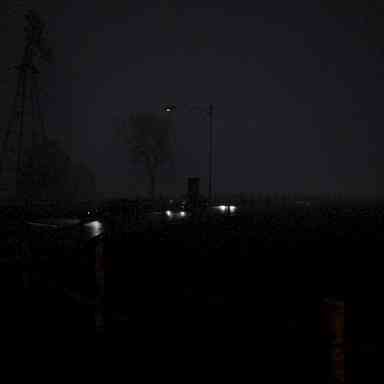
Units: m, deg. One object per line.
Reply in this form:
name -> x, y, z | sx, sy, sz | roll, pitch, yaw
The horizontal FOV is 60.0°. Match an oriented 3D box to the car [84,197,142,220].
car -> -5.962, 1.206, 25.647 | 1.837, 1.490, 4.892 | 1, 2, 35

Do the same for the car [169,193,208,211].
car -> -0.318, 0.924, 33.597 | 2.097, 1.767, 4.553 | 1, 2, 35

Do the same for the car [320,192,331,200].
car -> 24.746, 0.710, 62.554 | 1.994, 1.385, 4.181 | 1, 1, 36

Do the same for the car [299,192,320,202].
car -> 18.947, 0.800, 54.370 | 1.812, 1.442, 4.674 | 1, 2, 35

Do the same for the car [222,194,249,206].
car -> 5.458, 1.005, 41.742 | 1.994, 1.385, 4.181 | 1, 2, 35
